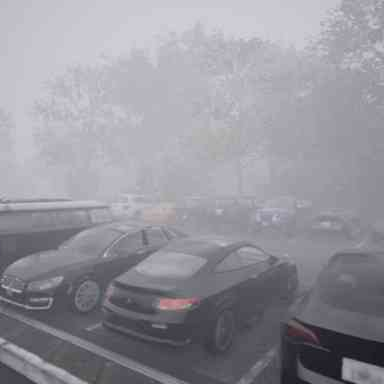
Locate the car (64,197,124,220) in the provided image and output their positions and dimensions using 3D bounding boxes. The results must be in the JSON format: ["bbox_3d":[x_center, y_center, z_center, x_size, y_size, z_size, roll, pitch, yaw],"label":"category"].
[{"bbox_3d":[-8.287,1.317,28.560,2.185,1.767,4.553,0,0,35],"label":"car"}]

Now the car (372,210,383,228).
[{"bbox_3d":[9.780,1.549,15.635,2.163,1.488,4.792,0,0,35],"label":"car"}]

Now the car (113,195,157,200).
[{"bbox_3d":[-3.763,1.215,25.340,2.435,2.045,5.566,0,0,35],"label":"car"}]

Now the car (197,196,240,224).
[{"bbox_3d":[3.022,1.252,20.513,2.435,2.045,5.566,0,0,35],"label":"car"}]

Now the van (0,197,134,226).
[{"bbox_3d":[-4.028,1.278,9.585,1.878,1.987,4.442,0,0,35],"label":"van"}]

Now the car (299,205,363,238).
[{"bbox_3d":[7.546,1.545,17.296,2.163,1.488,4.792,0,0,35],"label":"car"}]

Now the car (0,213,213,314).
[{"bbox_3d":[-1.804,1.511,7.868,2.231,1.521,4.892,0,0,35],"label":"car"}]

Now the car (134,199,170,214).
[{"bbox_3d":[-1.410,1.476,23.859,1.946,1.575,5.366,0,0,35],"label":"car"}]

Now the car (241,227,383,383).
[{"bbox_3d":[2.781,1.547,4.634,2.163,1.488,4.792,0,0,35],"label":"car"}]

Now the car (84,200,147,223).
[{"bbox_3d":[-6.059,1.484,26.902,2.163,1.488,4.792,0,0,35],"label":"car"}]

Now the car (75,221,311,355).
[{"bbox_3d":[0.475,1.555,6.236,2.002,1.452,4.674,0,0,35],"label":"car"}]

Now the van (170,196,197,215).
[{"bbox_3d":[0.811,1.265,22.194,1.878,1.987,4.442,0,0,35],"label":"van"}]

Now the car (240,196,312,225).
[{"bbox_3d":[5.252,1.259,18.857,2.435,2.045,5.566,0,0,35],"label":"car"}]

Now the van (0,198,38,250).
[{"bbox_3d":[-8.595,1.254,12.834,1.878,1.987,4.442,0,0,35],"label":"van"}]
